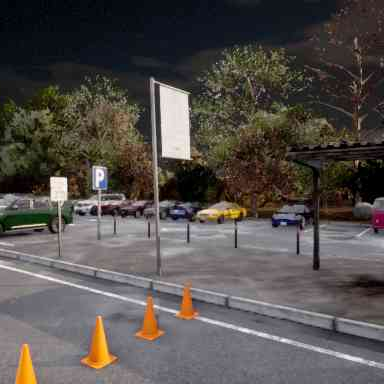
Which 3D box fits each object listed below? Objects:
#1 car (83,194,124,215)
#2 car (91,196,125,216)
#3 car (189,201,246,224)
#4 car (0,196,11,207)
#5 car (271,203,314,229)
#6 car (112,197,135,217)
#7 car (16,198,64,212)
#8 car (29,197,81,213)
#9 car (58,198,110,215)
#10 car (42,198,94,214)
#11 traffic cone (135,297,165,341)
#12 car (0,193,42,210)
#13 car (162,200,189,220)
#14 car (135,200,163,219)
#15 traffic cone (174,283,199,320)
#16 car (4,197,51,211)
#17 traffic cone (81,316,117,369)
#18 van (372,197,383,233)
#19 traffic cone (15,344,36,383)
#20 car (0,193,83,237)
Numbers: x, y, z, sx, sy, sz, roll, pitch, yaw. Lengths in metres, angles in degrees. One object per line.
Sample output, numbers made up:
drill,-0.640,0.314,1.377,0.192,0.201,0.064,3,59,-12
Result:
car,-8.967,1.212,33.307,2.435,2.045,5.566,0,0,35
car,-6.676,1.466,31.739,2.097,1.535,5.008,0,0,35
car,2.300,1.475,25.203,1.946,1.575,5.366,0,0,35
car,-29.292,1.332,47.843,1.946,1.575,5.366,1,0,35
car,6.933,1.513,22.140,2.163,1.488,4.792,0,0,35
car,-4.404,1.469,30.144,2.097,1.535,5.008,0,0,35
car,-18.053,1.469,39.686,2.163,1.488,4.792,0,0,35
car,-15.661,1.444,38.268,1.946,1.575,5.366,0,0,35
car,-11.225,1.461,34.920,2.231,1.521,4.892,0,0,35
car,-13.498,1.455,36.517,2.097,1.535,5.008,0,0,35
traffic cone,-0.665,1.957,5.253,0.340,0.580,0.340,0,0,35
car,-22.599,1.153,42.880,2.435,2.045,5.566,0,0,35
car,0.152,1.504,26.974,2.163,1.488,4.792,0,0,35
car,-2.132,1.473,28.550,2.231,1.521,4.892,0,0,35
traffic cone,-0.090,1.957,6.069,0.340,0.580,0.340,0,0,36
car,-20.297,1.452,41.333,2.163,1.488,4.792,0,0,35
traffic cone,-1.240,1.957,4.436,0.340,0.580,0.340,0,0,35
van,11.559,1.264,19.070,1.878,1.987,4.442,0,0,35
traffic cone,-1.815,1.957,3.619,0.340,0.580,0.340,0,0,35
car,-8.957,1.221,17.317,2.435,2.045,5.566,0,0,35
